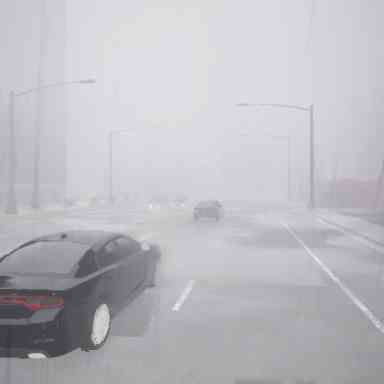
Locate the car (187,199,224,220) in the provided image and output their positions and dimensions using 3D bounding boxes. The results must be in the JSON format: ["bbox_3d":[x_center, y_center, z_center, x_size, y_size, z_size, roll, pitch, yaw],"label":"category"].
[{"bbox_3d":[1.305,1.310,25.156,2.033,1.411,5.357,0,1,10],"label":"car"}]

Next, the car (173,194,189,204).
[{"bbox_3d":[-1.568,1.033,49.980,1.837,1.490,4.892,0,1,10],"label":"car"}]

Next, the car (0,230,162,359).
[{"bbox_3d":[-1.979,1.469,6.334,1.882,1.535,5.008,0,0,10],"label":"car"}]

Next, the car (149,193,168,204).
[{"bbox_3d":[-5.037,0.975,50.463,2.128,1.511,4.902,0,1,10],"label":"car"}]
